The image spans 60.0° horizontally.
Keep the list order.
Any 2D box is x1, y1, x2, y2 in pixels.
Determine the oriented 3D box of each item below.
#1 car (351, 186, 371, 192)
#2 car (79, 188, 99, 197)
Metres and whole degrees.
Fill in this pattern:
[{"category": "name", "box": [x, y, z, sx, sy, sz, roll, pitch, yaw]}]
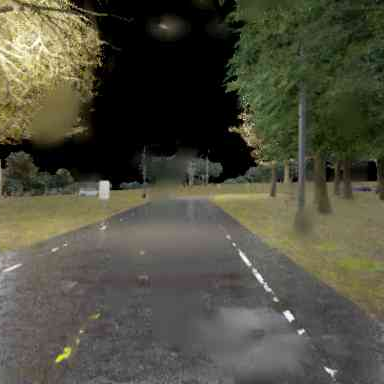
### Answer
[{"category": "car", "box": [41.650, -0.814, 82.578, 5.008, 1.535, 1.882, -2, -1, -1]}, {"category": "car", "box": [-22.530, 0.174, 74.761, 5.566, 2.045, 2.150, -1, -1, 0]}]
